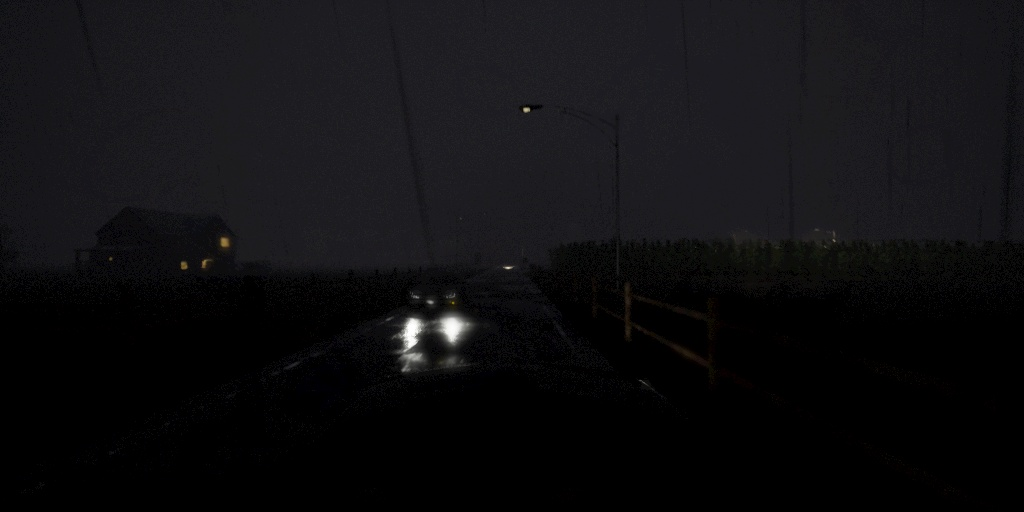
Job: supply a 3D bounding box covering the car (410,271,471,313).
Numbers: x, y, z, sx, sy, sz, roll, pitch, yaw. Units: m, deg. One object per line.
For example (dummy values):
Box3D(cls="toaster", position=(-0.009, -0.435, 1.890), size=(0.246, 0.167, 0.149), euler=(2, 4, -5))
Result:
Box3D(cls="car", position=(-2.848, 1.413, 15.051), size=(1.837, 1.490, 4.892), euler=(0, -1, 0))
